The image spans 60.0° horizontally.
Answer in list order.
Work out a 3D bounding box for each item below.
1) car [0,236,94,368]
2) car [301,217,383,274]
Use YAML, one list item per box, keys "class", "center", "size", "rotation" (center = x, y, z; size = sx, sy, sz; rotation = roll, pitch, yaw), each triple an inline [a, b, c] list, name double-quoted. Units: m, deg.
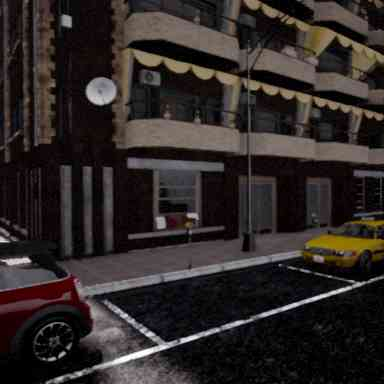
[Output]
- class: "car"
  center: [-3.474, 1.443, 4.090]
  size: [4.097, 1.590, 1.967]
  rotation: [0, 0, -35]
- class: "car"
  center: [5.388, 1.480, 10.409]
  size: [4.829, 1.417, 1.752]
  rotation: [0, 0, -35]
